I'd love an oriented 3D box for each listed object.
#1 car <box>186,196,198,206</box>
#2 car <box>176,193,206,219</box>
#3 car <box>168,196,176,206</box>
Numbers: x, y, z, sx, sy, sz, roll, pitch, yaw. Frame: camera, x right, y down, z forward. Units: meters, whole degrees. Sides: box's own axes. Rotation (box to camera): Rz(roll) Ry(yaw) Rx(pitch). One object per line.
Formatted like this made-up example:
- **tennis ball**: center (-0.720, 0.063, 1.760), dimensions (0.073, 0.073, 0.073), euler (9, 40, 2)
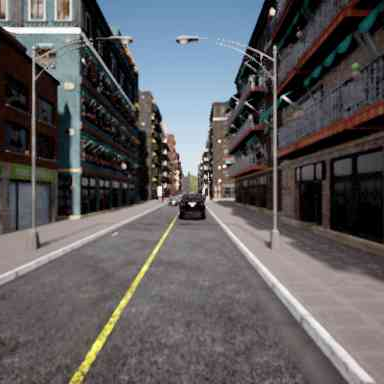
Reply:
- **car**: center (0.020, 1.406, 54.584), dimensions (1.837, 1.490, 4.892), euler (0, 0, 0)
- **car**: center (0.053, 1.142, 28.696), dimensions (2.150, 2.045, 5.566), euler (0, 0, 1)
- **car**: center (-2.735, 1.393, 52.416), dimensions (2.128, 1.511, 4.902), euler (0, 0, 0)
